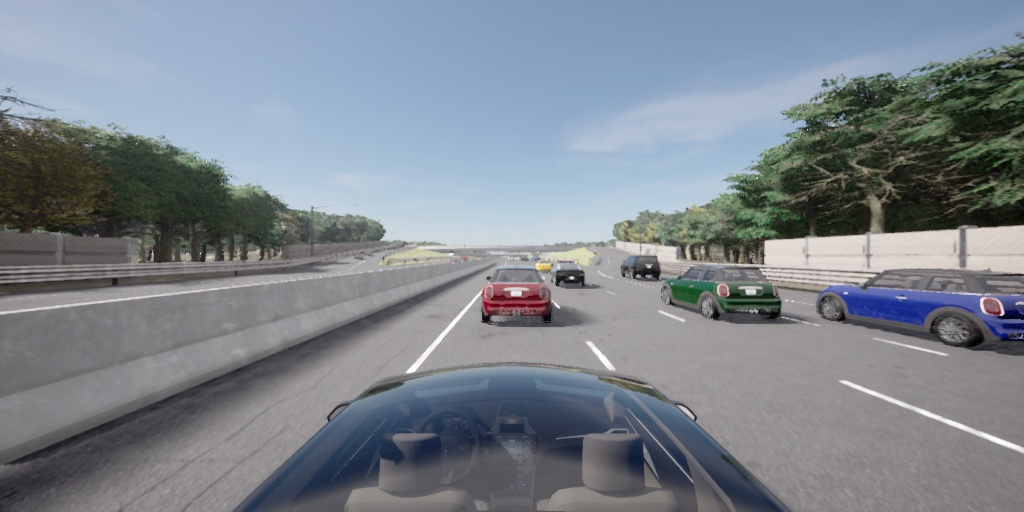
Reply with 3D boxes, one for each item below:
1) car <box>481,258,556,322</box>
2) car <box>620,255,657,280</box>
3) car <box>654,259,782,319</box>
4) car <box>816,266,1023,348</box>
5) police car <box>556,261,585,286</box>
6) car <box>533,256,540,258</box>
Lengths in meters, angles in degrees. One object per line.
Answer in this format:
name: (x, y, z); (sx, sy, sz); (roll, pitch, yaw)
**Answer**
car: (0.135, 1.086, 12.335); (2.097, 1.767, 4.553); (0, 0, 0)
car: (10.915, 0.937, 30.802); (2.150, 2.045, 5.566); (0, 0, 3)
car: (7.137, 1.091, 12.819); (2.097, 1.767, 4.553); (0, 0, 0)
car: (10.623, 1.100, 9.402); (2.097, 1.767, 4.553); (0, 0, 0)
police car: (3.705, 1.143, 24.710); (1.930, 1.638, 5.238); (0, 0, 0)
car: (3.822, 1.146, 43.782); (1.801, 1.575, 5.366); (0, 0, 0)
